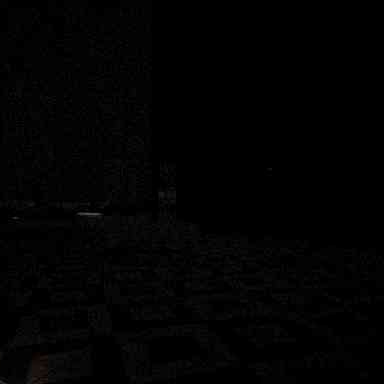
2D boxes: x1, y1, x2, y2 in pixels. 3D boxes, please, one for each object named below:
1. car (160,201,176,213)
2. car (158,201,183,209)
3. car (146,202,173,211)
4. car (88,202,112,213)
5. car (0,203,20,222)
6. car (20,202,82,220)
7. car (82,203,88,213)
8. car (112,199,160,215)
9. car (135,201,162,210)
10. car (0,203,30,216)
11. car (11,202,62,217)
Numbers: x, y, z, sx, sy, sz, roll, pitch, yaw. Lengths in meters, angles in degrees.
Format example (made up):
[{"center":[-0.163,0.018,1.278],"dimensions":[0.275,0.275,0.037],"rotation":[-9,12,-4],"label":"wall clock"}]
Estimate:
[{"center":[-3.363,2.114,44.595],"dimensions":[1.887,1.381,4.507],"rotation":[-1,-2,35],"label":"car"},{"center":[-3.747,2.305,58.739],"dimensions":[2.008,1.369,4.403],"rotation":[-1,-2,35],"label":"car"},{"center":[-5.071,2.217,52.198],"dimensions":[1.994,1.385,4.181],"rotation":[0,-1,37],"label":"car"},{"center":[-10.929,2.012,44.045],"dimensions":[1.812,1.442,4.674],"rotation":[0,-1,35],"label":"car"},{"center":[-16.468,1.774,26.214],"dimensions":[1.947,1.339,4.313],"rotation":[-1,-2,35],"label":"car"},{"center":[-13.094,1.824,30.948],"dimensions":[1.752,1.417,4.829],"rotation":[-1,-2,35],"label":"car"},{"center":[-13.576,2.016,44.955],"dimensions":[1.887,1.381,4.507],"rotation":[-1,-2,35],"label":"car"},{"center":[-6.640,1.791,40.006],"dimensions":[2.192,1.841,5.009],"rotation":[-1,-2,35],"label":"car"},{"center":[-7.024,2.210,54.144],"dimensions":[2.008,1.369,4.403],"rotation":[-1,-2,35],"label":"car"},{"center":[-20.128,1.842,35.765],"dimensions":[2.008,1.369,4.403],"rotation":[-1,-1,35],"label":"car"},{"center":[-16.714,1.852,35.949],"dimensions":[1.812,1.442,4.674],"rotation":[0,-1,36],"label":"car"}]
